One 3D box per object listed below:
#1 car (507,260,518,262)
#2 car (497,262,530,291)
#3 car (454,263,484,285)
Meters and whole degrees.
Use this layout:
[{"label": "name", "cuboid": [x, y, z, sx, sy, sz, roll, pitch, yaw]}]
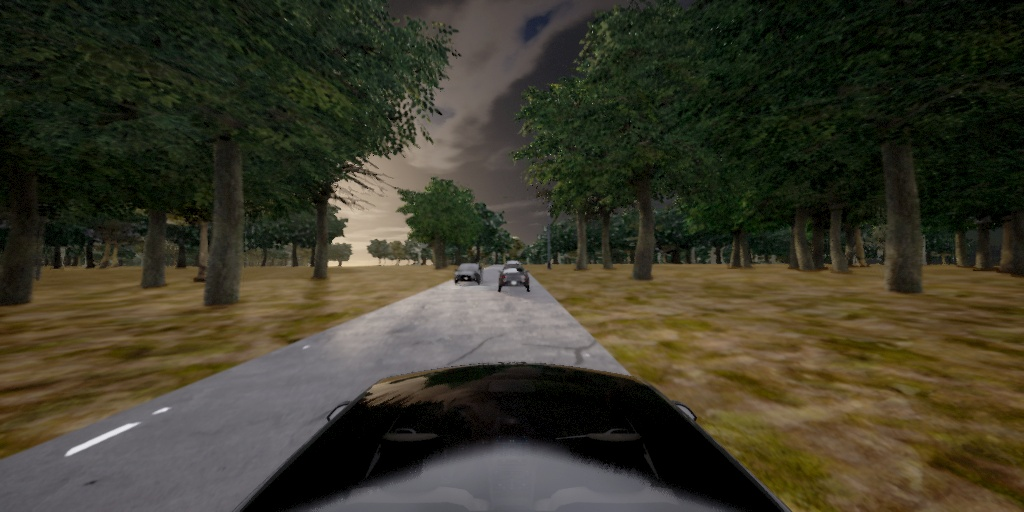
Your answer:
[{"label": "car", "cuboid": [0.091, 1.236, 44.592, 1.882, 1.535, 5.008, 0, 0, 0]}, {"label": "car", "cuboid": [0.100, 1.282, 21.716, 1.812, 1.442, 4.674, 0, 0, 0]}, {"label": "car", "cuboid": [-3.102, 1.260, 26.588, 1.837, 1.490, 4.892, 0, 0, 0]}]
